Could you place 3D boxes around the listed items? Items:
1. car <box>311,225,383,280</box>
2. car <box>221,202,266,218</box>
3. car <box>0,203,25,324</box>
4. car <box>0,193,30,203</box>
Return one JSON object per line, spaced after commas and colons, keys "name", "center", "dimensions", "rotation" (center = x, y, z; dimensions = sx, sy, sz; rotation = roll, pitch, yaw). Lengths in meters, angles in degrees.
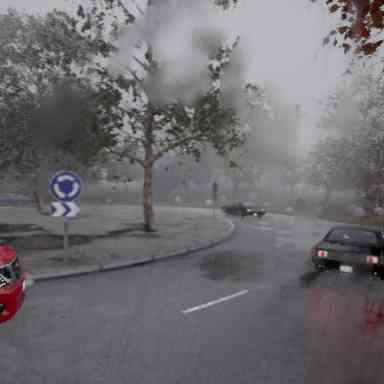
{"name": "car", "center": [5.314, 1.729, 10.667], "dimensions": [1.895, 1.301, 4.718], "rotation": [1, 1, 33]}
{"name": "car", "center": [4.204, 1.454, 28.086], "dimensions": [1.895, 1.301, 4.718], "rotation": [1, 0, -19]}
{"name": "car", "center": [-5.584, 1.275, 4.949], "dimensions": [5.566, 2.045, 2.150], "rotation": [1, 1, -22]}
{"name": "car", "center": [-22.470, 0.870, 40.713], "dimensions": [4.674, 1.442, 1.812], "rotation": [1, 0, -25]}
